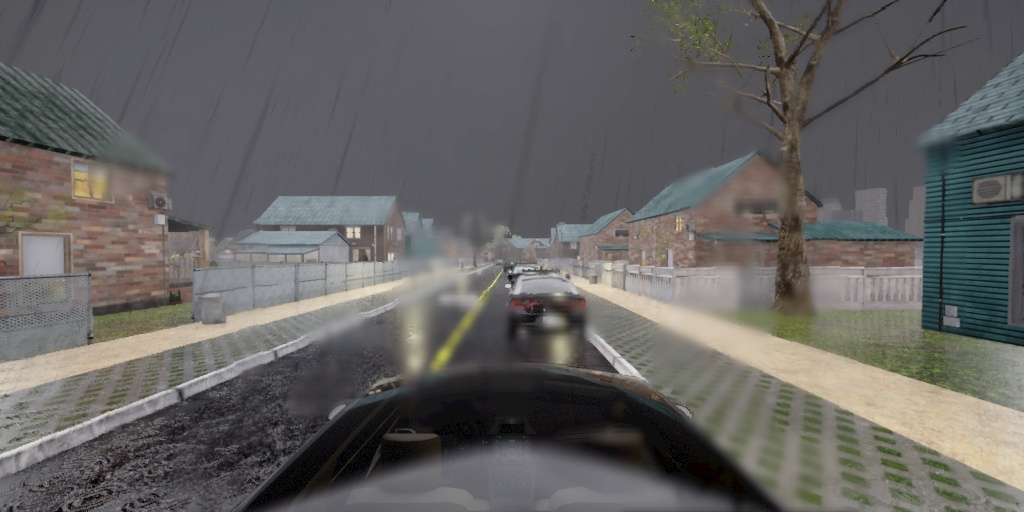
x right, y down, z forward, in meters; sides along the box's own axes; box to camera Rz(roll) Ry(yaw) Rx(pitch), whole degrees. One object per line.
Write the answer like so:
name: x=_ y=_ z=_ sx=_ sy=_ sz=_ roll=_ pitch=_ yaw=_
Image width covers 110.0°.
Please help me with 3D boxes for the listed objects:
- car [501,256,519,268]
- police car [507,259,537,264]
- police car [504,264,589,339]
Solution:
car: x=0.042 y=1.045 z=46.895 sx=2.150 sy=2.045 sz=5.566 roll=0 pitch=0 yaw=0
police car: x=0.834 y=1.189 z=20.250 sx=1.930 sy=1.638 sz=5.238 roll=0 pitch=0 yaw=0
police car: x=0.829 y=1.178 z=10.247 sx=1.930 sy=1.638 sz=5.238 roll=0 pitch=0 yaw=0
